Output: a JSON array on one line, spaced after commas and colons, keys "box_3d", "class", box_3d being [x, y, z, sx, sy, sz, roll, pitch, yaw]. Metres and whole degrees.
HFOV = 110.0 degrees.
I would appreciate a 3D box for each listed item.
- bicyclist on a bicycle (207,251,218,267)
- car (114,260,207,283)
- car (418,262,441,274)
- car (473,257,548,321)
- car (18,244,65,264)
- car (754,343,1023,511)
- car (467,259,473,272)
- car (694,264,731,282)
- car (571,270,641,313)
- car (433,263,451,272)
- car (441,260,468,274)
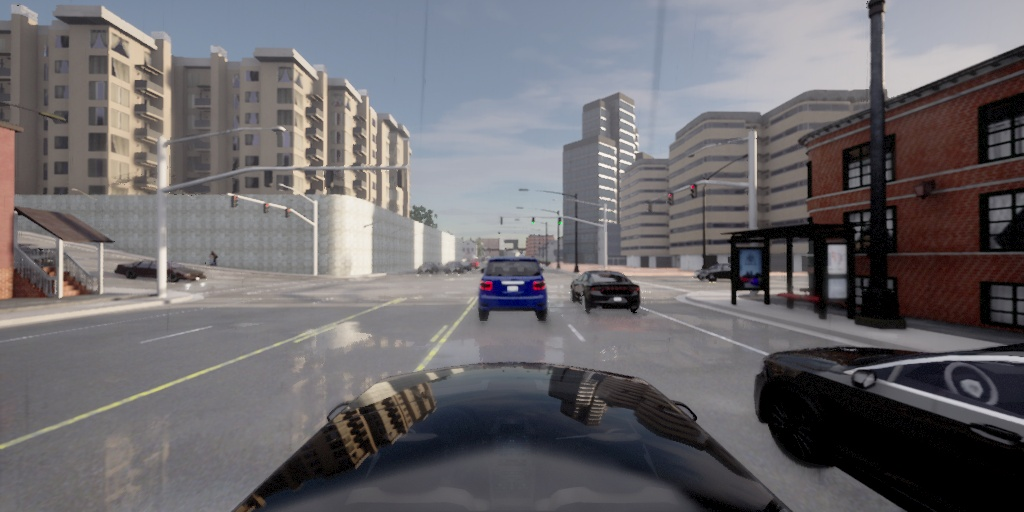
[{"box_3d": [-30.946, 0.331, 37.101, 0.582, 1.620, 1.656, 6, 0, 0], "class": "bicyclist on a bicycle"}, {"box_3d": [-25.542, 1.055, 26.135, 5.357, 1.411, 2.033, 5, 0, 0], "class": "car"}, {"box_3d": [-10.855, 1.563, 46.570, 2.128, 1.511, 4.902, 0, 0, 0], "class": "car"}, {"box_3d": [0.019, 1.048, 13.015, 2.150, 2.045, 5.566, 0, 0, 0], "class": "car"}, {"box_3d": [-35.394, -0.153, 26.055, 4.181, 1.385, 1.994, 9, 0, 0], "class": "car"}, {"box_3d": [3.593, 1.237, 1.982, 2.128, 1.511, 4.902, 0, 0, 0], "class": "car"}, {"box_3d": [-7.406, 1.605, 56.092, 1.882, 1.535, 5.008, 0, 0, 0], "class": "car"}, {"box_3d": [17.945, 1.393, 30.234, 4.902, 1.511, 2.128, 0, 0, -1], "class": "car"}, {"box_3d": [3.578, 1.306, 14.498, 1.882, 1.535, 5.008, 0, 0, 1], "class": "car"}, {"box_3d": [-10.910, 1.734, 55.834, 1.895, 1.301, 4.718, 0, 0, 0], "class": "car"}, {"box_3d": [-7.358, 1.556, 46.661, 2.128, 1.511, 4.902, 0, 0, 0], "class": "car"}]
